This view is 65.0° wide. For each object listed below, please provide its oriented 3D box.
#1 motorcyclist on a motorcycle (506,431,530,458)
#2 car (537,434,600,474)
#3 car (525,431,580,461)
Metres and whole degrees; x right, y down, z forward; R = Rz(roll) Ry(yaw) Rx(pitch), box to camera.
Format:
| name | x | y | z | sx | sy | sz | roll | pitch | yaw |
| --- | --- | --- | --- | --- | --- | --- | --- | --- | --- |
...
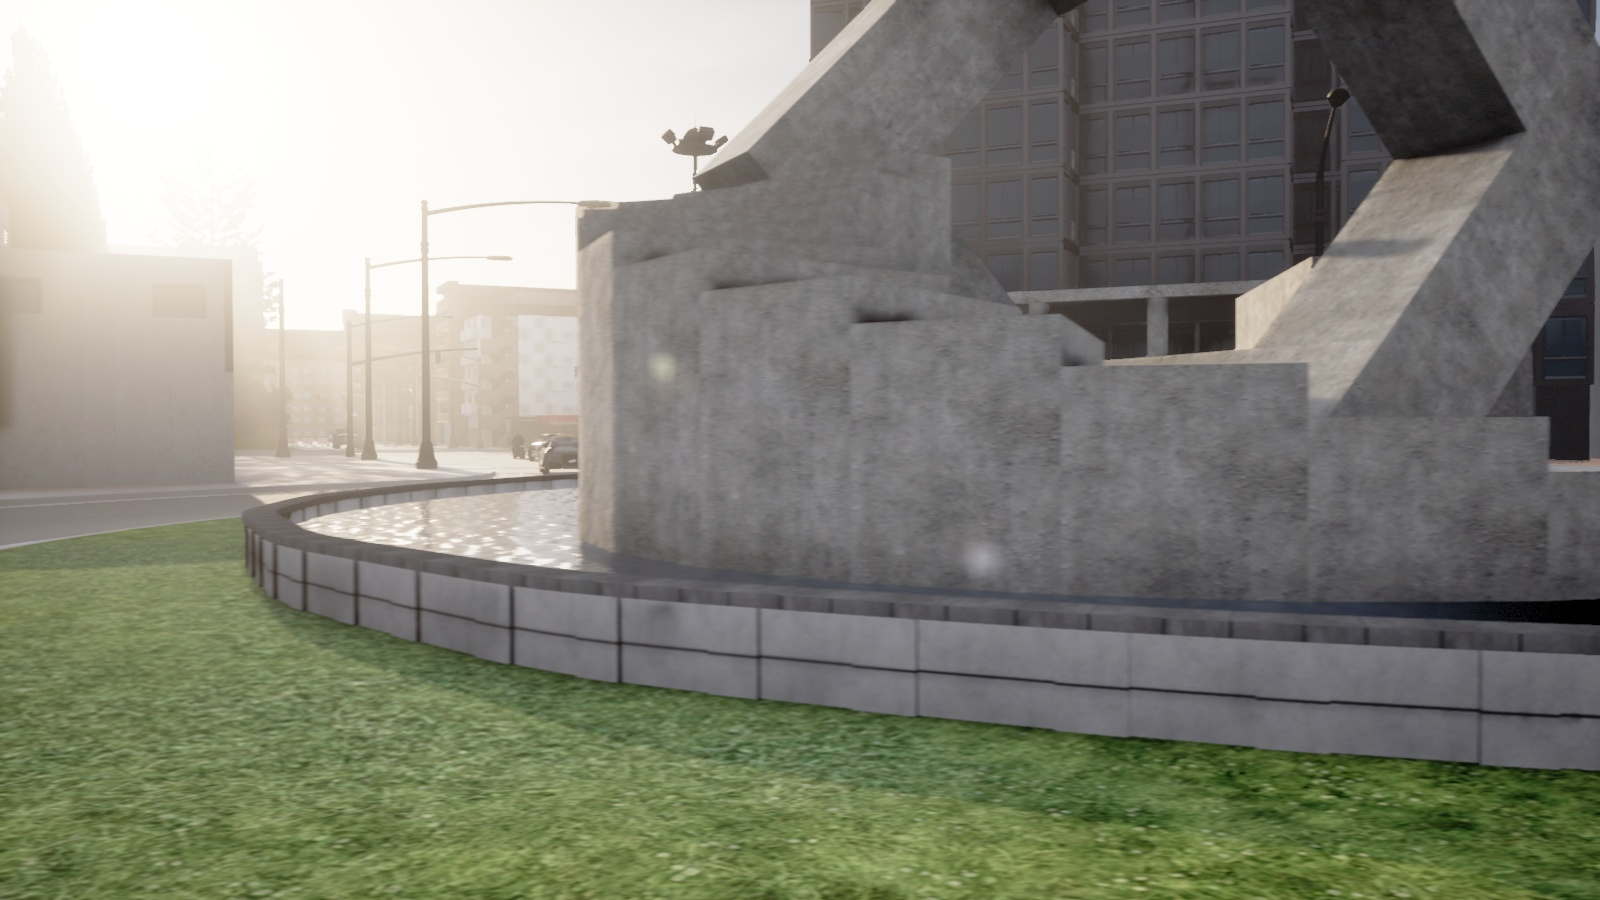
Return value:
| name | x | y | z | sx | sy | sz | roll | pitch | yaw |
| --- | --- | --- | --- | --- | --- | --- | --- | --- | --- |
| motorcyclist on a motorcycle | -16.295 | -0.326 | 72.611 | 0.866 | 1.530 | 2.191 | 0 | 1 | -26 |
| car | -8.766 | 0.124 | 47.272 | 1.994 | 1.385 | 4.181 | 0 | 1 | -15 |
| car | -13.030 | -0.231 | 65.908 | 1.816 | 1.474 | 4.193 | 0 | 1 | -26 |
